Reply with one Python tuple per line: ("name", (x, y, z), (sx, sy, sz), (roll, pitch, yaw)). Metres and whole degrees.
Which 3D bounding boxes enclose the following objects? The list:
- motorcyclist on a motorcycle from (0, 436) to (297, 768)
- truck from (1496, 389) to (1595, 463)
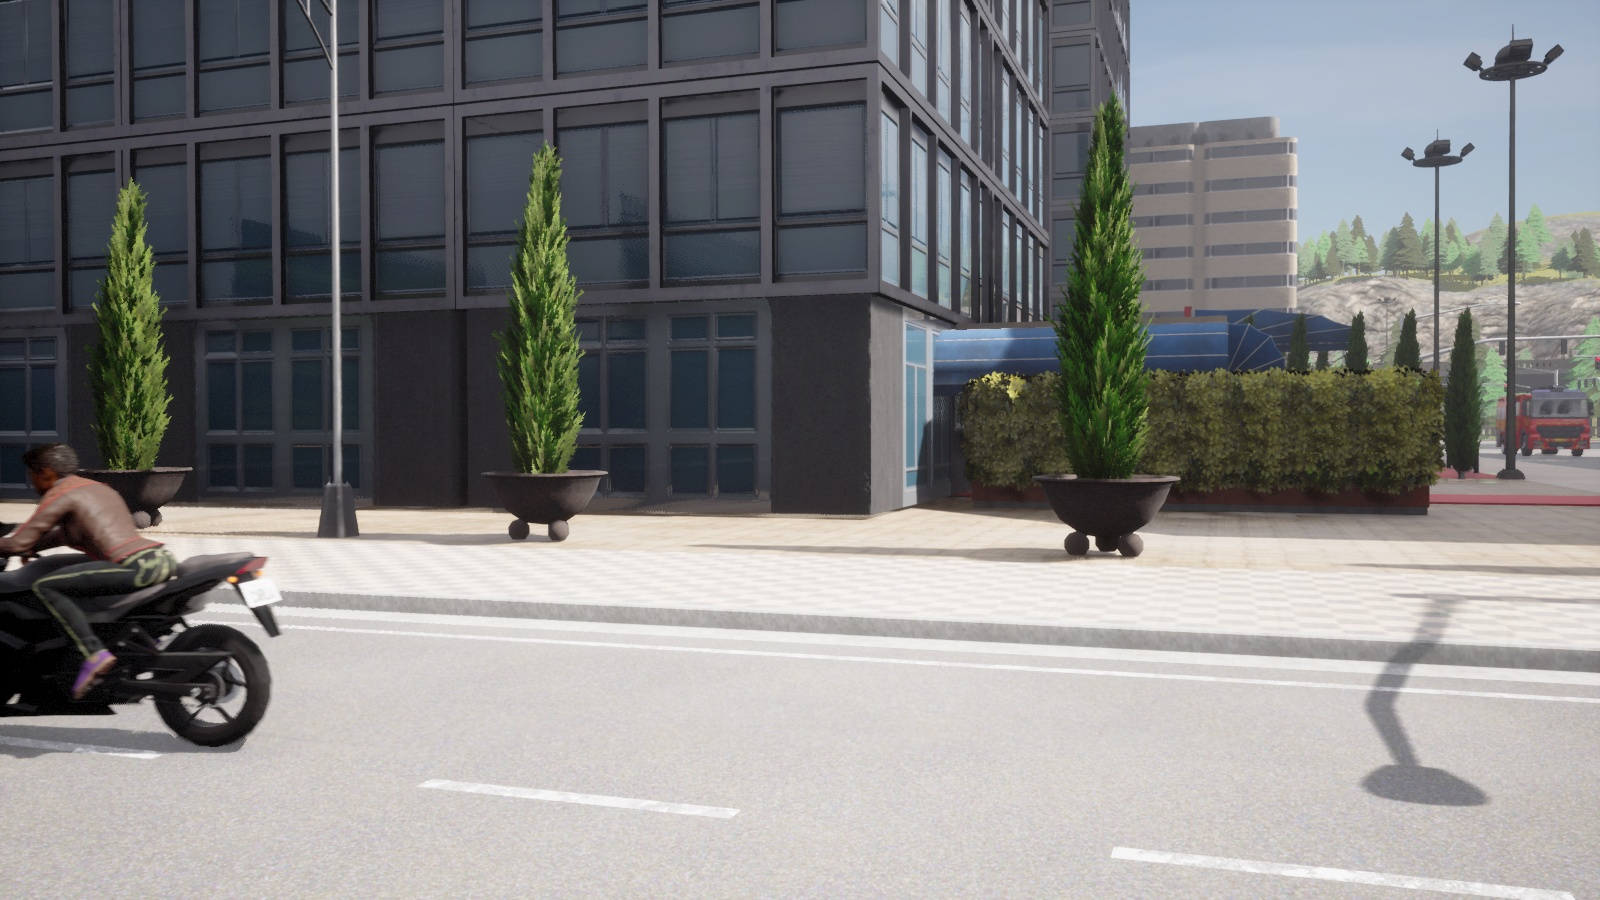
("motorcyclist on a motorcycle", (-3.684, 0.695, 6.251), (2.044, 1.523, 0.797), (0, 1, 4))
("truck", (41.092, -1.297, 69.508), (2.891, 3.827, 8.468), (1, 1, 18))
